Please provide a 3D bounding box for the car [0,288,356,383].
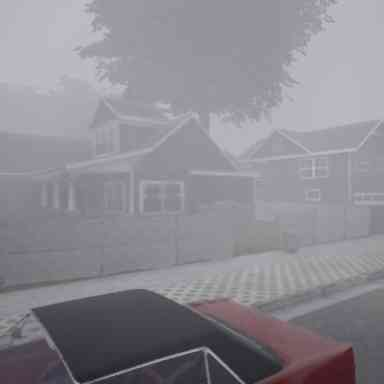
[{"bbox_3d":[-0.897,1.601,2.429,4.718,1.301,1.895,0,0,-35],"label":"car"}]
